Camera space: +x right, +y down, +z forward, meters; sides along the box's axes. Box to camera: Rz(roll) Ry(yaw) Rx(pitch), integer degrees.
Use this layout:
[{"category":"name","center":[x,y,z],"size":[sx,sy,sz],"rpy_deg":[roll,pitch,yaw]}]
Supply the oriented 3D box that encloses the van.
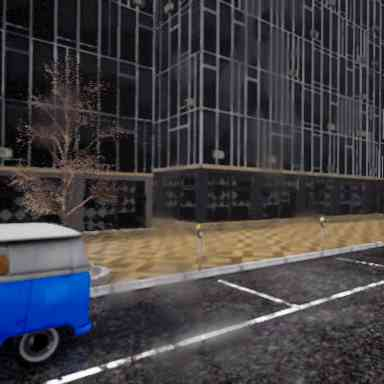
[{"category":"van","center":[-3.322,1.338,4.188],"size":[3.998,1.788,1.690],"rpy_deg":[1,0,-36]}]
